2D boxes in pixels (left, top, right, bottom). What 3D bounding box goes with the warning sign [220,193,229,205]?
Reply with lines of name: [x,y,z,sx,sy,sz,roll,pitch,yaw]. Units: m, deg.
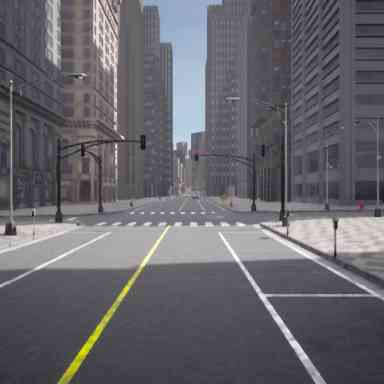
warning sign: [5.071,1.127,52.617,1.300,1.860,1.060,0,0,0]

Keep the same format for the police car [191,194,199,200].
police car: [0.900,1.513,92.731,1.930,1.638,5.238,0,0,0]
